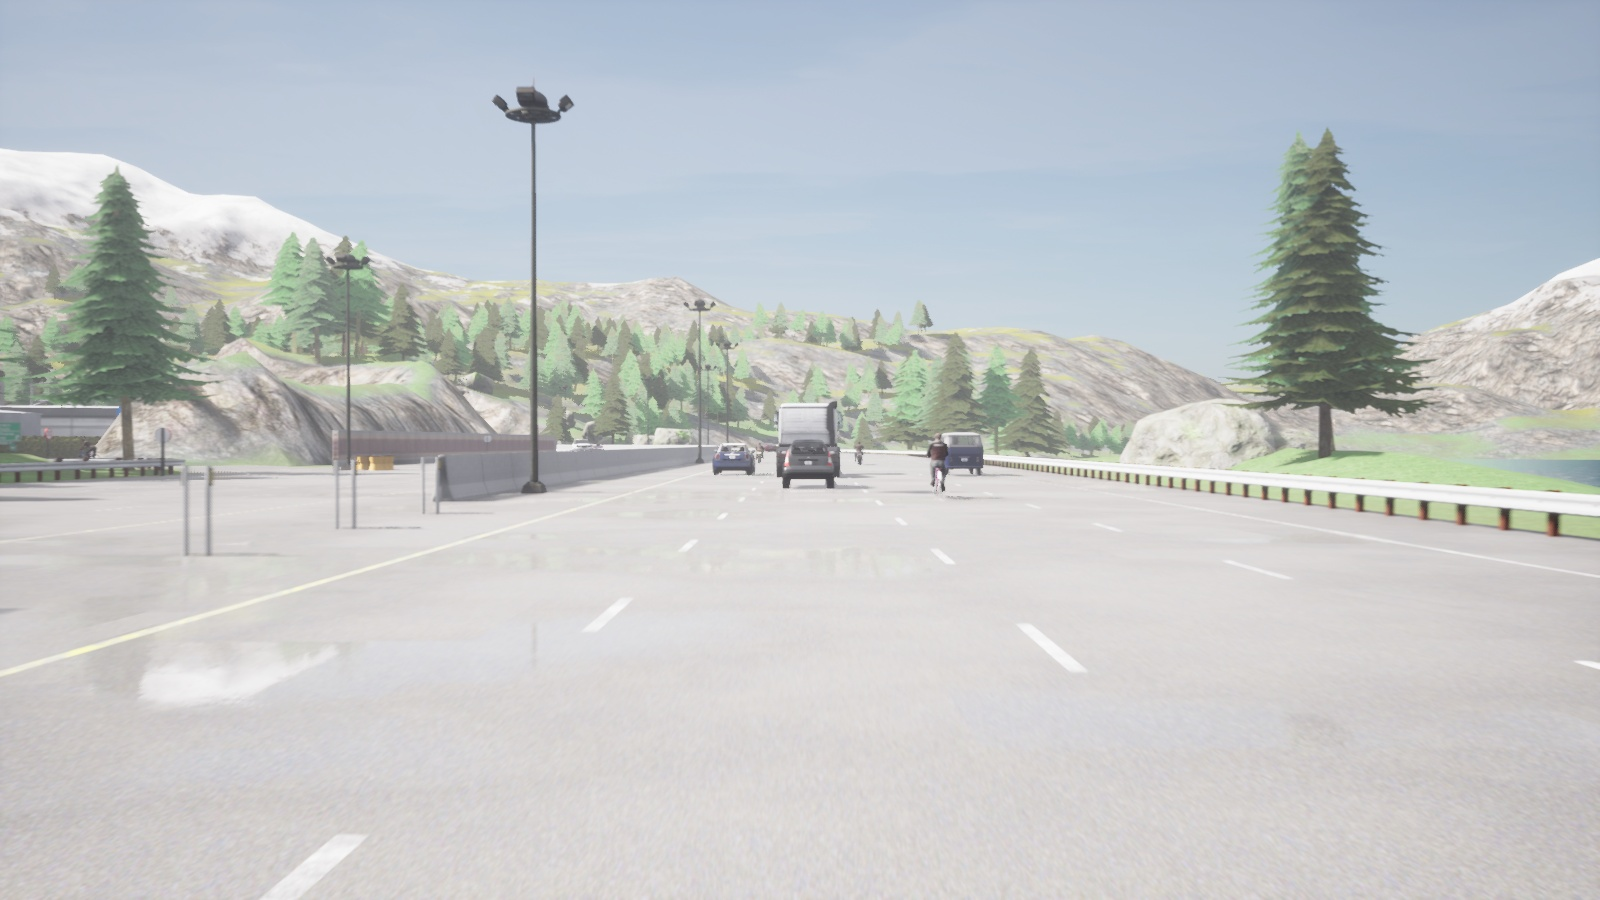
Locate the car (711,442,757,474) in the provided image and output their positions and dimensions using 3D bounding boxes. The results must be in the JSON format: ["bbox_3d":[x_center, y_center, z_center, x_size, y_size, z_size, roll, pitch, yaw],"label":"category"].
[{"bbox_3d":[-3.110,0.368,59.688,1.970,1.475,3.806,0,0,0],"label":"car"}]

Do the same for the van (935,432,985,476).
[{"bbox_3d":[7.381,0.171,58.272,1.775,1.987,4.442,0,0,0],"label":"van"}]

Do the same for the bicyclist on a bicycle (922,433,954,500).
[{"bbox_3d":[3.729,0.425,34.000,0.659,1.776,1.843,0,0,0],"label":"bicyclist on a bicycle"}]

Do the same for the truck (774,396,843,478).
[{"bbox_3d":[0.371,-0.560,56.736,2.891,3.462,7.936,0,0,0],"label":"truck"}]

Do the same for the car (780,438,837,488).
[{"bbox_3d":[0.281,0.402,42.389,1.851,1.617,3.988,0,0,0],"label":"car"}]
